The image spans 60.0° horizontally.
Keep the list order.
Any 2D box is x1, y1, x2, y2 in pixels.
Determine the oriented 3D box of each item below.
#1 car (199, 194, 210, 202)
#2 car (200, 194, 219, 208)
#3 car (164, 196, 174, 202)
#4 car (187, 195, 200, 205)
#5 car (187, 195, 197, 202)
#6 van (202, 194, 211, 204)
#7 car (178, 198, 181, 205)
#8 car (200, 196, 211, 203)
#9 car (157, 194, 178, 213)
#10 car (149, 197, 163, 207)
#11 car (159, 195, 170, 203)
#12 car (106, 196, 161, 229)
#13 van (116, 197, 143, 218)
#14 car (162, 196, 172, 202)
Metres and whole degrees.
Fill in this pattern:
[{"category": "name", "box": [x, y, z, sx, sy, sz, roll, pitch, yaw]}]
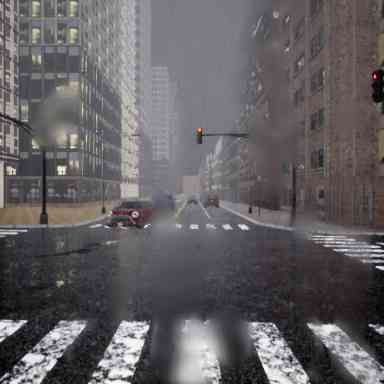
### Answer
[{"category": "car", "box": [2.765, 1.348, 75.009, 2.192, 1.841, 5.009, 0, 0, 0]}, {"category": "car", "box": [2.737, 1.329, 47.255, 2.192, 1.841, 5.009, 0, 0, 0]}, {"category": "car", "box": [-5.609, 1.589, 80.568, 2.008, 1.369, 4.403, 0, 0, 0]}, {"category": "car", "box": [0.065, 1.623, 60.129, 1.895, 1.301, 4.718, 0, 0, 0]}, {"category": "car", "box": [0.074, 1.419, 70.105, 2.033, 1.411, 5.357, 0, 0, 0]}, {"category": "van", "box": [2.754, 1.366, 63.908, 1.690, 1.788, 3.998, 0, 0, 0]}, {"category": "car", "box": [-2.995, 1.621, 57.929, 1.895, 1.301, 4.718, 0, 0, 1]}, {"category": "car", "box": [2.761, 1.579, 69.458, 2.008, 1.369, 4.403, 0, 0, 0]}, {"category": "car", "box": [-3.058, 1.230, 37.551, 2.150, 2.045, 5.566, 0, 0, 0]}, {"category": "car", "box": [-5.637, 1.542, 52.643, 1.752, 1.417, 4.829, 0, 0, 0]}, {"category": "car", "box": [-5.620, 1.469, 69.466, 1.967, 1.590, 4.097, 0, 0, 0]}, {"category": "car", "box": [-3.793, 1.334, 21.582, 2.097, 1.767, 4.553, 1, -1, 10]}, {"category": "van", "box": [-5.660, 1.347, 30.609, 1.690, 1.788, 3.998, 0, 0, 0]}, {"category": "car", "box": [-5.615, 1.559, 74.847, 1.752, 1.417, 4.829, 0, 0, 0]}]
